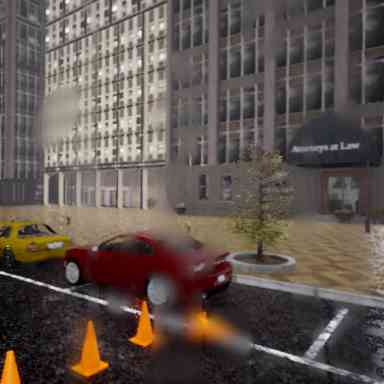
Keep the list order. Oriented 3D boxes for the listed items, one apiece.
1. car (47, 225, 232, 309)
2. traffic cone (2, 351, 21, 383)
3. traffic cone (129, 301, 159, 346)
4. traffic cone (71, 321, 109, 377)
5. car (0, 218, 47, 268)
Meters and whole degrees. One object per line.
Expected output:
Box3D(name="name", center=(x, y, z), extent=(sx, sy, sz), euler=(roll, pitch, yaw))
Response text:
Box3D(name="car", center=(-1.237, 1.572, 7.880), extent=(4.507, 1.381, 1.887), euler=(0, 0, 36))
Box3D(name="traffic cone", center=(-1.899, 1.965, 3.484), extent=(0.340, 0.580, 0.340), euler=(0, 0, 36))
Box3D(name="traffic cone", center=(-0.734, 1.973, 5.110), extent=(0.340, 0.580, 0.340), euler=(0, 0, 36))
Box3D(name="traffic cone", center=(-1.317, 1.969, 4.297), extent=(0.340, 0.580, 0.340), euler=(0, 0, 36))
Box3D(name="car", center=(-5.961, 1.555, 11.267), extent=(4.829, 1.417, 1.752), euler=(0, 0, 36))
